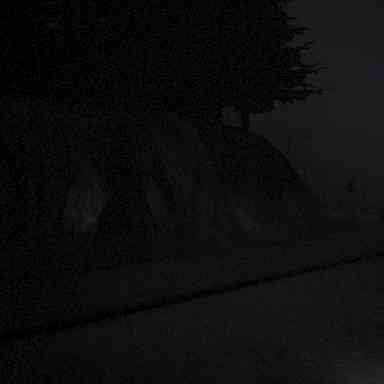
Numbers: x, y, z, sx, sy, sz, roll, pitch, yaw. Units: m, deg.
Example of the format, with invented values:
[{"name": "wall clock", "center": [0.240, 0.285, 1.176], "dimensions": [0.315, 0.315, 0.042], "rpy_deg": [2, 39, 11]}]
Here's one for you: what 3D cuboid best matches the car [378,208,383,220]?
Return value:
[{"name": "car", "center": [16.620, 1.564, 25.402], "dimensions": [1.994, 1.385, 4.181], "rpy_deg": [0, 0, -31]}]
